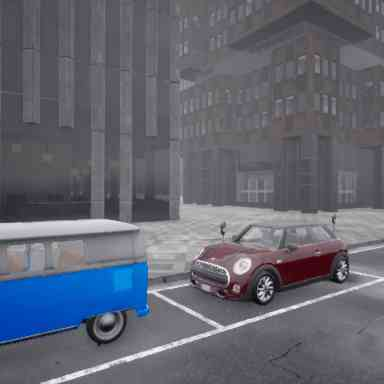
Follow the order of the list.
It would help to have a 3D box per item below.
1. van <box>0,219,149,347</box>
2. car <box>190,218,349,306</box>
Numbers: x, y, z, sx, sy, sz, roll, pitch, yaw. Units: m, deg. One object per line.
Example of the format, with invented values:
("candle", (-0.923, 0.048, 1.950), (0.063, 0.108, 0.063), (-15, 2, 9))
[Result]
("van", (-2.591, 1.341, 4.798), (3.998, 1.788, 1.690), (0, 0, -35))
("car", (1.920, 1.441, 7.987), (4.097, 1.590, 1.967), (0, 0, -35))
